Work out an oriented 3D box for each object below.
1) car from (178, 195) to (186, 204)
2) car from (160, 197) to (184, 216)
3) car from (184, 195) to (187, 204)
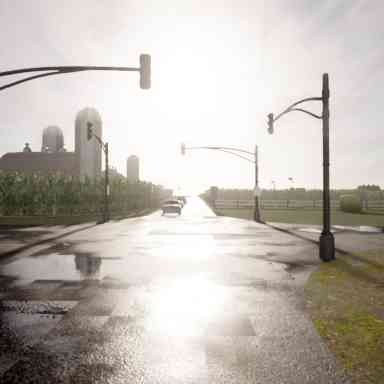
[{"bbox_3d":[-2.229,1.576,48.248,1.812,1.442,4.674,0,0,0],"label":"car"},{"bbox_3d":[-2.048,1.535,33.178,1.837,1.490,4.892,0,0,-4],"label":"car"},{"bbox_3d":[-2.030,1.436,65.154,2.097,1.767,4.553,0,0,1],"label":"car"}]
